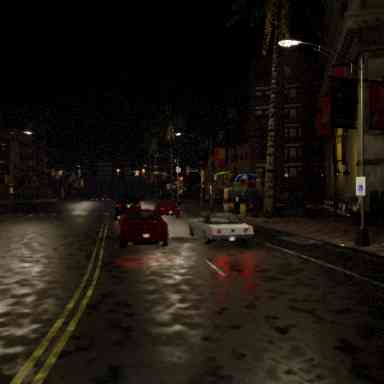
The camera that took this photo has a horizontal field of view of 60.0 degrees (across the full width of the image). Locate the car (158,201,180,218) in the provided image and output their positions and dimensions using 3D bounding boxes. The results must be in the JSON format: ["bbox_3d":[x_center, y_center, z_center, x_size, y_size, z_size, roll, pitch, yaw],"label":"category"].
[{"bbox_3d":[-2.322,1.532,30.244,1.812,1.442,4.674,0,0,-13],"label":"car"}]

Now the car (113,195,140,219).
[{"bbox_3d":[-5.735,1.257,29.468,2.150,2.045,5.566,0,0,-13],"label":"car"}]

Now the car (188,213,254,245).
[{"bbox_3d":[1.123,1.615,15.676,1.895,1.301,4.718,0,0,-13],"label":"car"}]

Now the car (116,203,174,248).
[{"bbox_3d":[-2.277,1.484,14.841,1.882,1.535,5.008,0,0,-13],"label":"car"}]
